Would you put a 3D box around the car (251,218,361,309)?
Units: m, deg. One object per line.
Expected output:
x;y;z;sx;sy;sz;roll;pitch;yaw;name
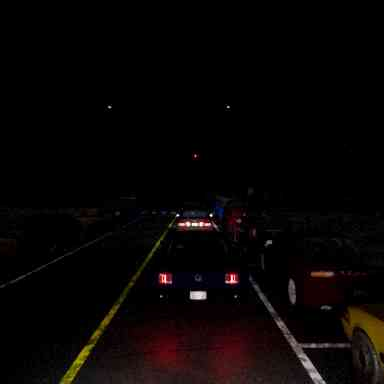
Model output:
2.775;1.545;7.704;1.887;1.381;4.507;0;0;0;car

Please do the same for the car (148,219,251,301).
0.117;1.601;8.294;1.895;1.301;4.718;0;0;0;car

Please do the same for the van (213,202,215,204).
2.820;1.345;29.454;1.690;1.788;3.998;0;0;0;van

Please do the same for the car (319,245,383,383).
2.765;1.525;2.436;1.752;1.417;4.829;0;0;0;car

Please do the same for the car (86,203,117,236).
-5.728;1.526;18.427;1.752;1.417;4.829;0;0;0;car

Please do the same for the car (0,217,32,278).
-5.750;1.525;7.552;1.752;1.417;4.829;0;0;0;car

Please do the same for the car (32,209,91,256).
-5.739;1.566;13.159;1.947;1.339;4.313;0;0;0;car

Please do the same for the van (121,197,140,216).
-5.706;1.345;29.472;1.690;1.788;3.998;0;0;0;van

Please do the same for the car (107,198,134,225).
-5.717;1.442;24.034;1.967;1.590;4.097;0;0;0;car

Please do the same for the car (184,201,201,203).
0.053;1.481;27.712;1.882;1.535;5.008;0;0;0;car

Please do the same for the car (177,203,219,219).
0.133;1.549;17.885;2.033;1.411;5.357;0;0;0;car

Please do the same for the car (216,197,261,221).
2.797;1.316;18.579;2.192;1.841;5.009;0;0;0;car

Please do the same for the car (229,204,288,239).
2.786;1.441;13.141;1.967;1.590;4.097;0;0;0;car
